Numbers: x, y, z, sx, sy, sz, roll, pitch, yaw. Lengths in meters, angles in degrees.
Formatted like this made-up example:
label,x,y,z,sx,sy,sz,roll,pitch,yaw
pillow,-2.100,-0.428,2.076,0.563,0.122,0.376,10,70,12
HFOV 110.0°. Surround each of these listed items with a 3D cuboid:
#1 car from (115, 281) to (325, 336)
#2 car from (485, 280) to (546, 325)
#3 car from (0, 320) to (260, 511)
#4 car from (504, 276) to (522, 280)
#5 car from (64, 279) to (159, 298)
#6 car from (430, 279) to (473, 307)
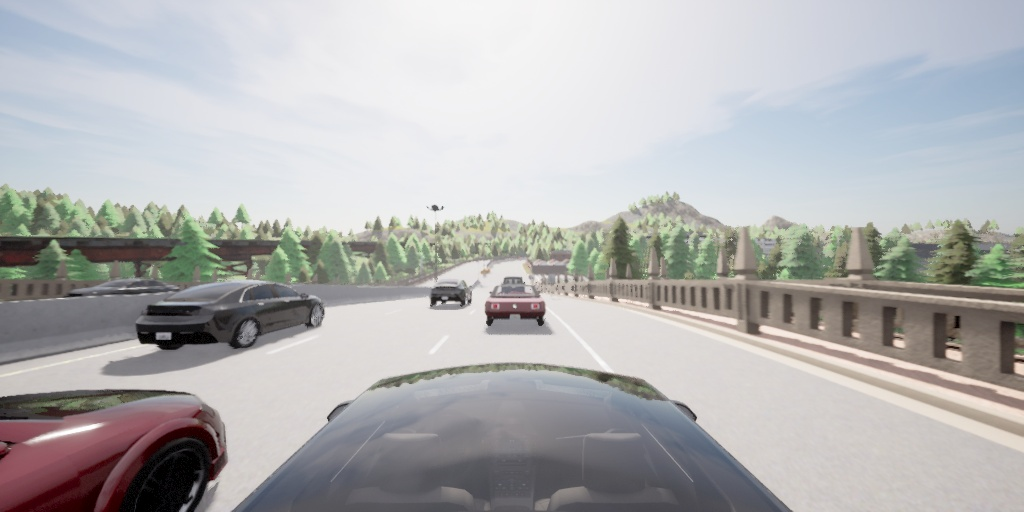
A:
label,x,y,z,sx,sy,sz,roll,pitch,yaw
car,-6.900,1.412,9.533,1.837,1.490,4.892,0,-2,0
car,0.099,1.666,13.042,1.895,1.301,4.718,0,-3,0
car,-3.400,1.315,1.298,1.994,1.385,4.181,0,0,0
car,0.098,2.990,34.034,2.150,2.045,5.566,0,-5,0
car,-21.047,2.008,19.683,1.837,1.490,4.892,0,-5,0
car,-3.401,2.079,20.660,1.837,1.490,4.892,0,-4,0
